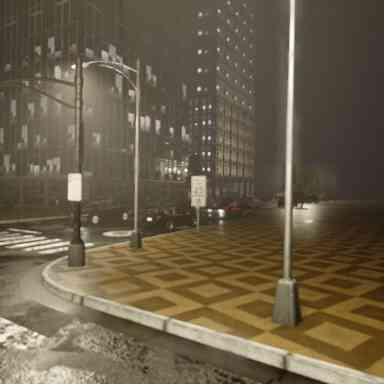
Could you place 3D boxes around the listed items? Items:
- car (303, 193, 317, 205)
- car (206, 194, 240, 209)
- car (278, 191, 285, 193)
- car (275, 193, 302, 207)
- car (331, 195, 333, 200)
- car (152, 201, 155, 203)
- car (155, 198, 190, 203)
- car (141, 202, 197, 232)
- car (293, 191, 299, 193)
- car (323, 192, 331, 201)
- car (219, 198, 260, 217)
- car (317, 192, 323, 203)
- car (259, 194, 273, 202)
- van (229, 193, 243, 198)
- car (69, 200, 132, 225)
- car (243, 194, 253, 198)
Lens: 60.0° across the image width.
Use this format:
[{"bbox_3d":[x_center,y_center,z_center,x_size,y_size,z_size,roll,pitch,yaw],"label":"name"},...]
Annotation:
[{"bbox_3d":[18.702,1.276,54.642,1.752,1.417,4.829,2,1,30],"label":"car"},{"bbox_3d":[3.826,1.274,40.629,1.812,1.442,4.674,1,1,31],"label":"car"},{"bbox_3d":[19.852,0.800,73.235,2.192,1.841,5.009,2,1,30],"label":"car"},{"bbox_3d":[12.923,1.258,44.731,1.967,1.590,4.097,2,1,30],"label":"car"},{"bbox_3d":[30.008,0.936,74.016,2.192,1.841,5.009,2,1,30],"label":"car"},{"bbox_3d":[-2.944,1.314,34.161,1.947,1.339,4.313,2,1,30],"label":"car"},{"bbox_3d":[-1.286,1.371,31.886,1.994,1.385,4.181,1,1,30],"label":"car"},{"bbox_3d":[-1.314,1.548,20.326,1.947,1.339,4.313,2,1,30],"label":"car"},{"bbox_3d":[19.428,0.886,60.992,2.150,2.045,5.566,1,1,29],"label":"car"},{"bbox_3d":[27.156,1.235,69.139,1.802,1.307,4.206,2,1,30],"label":"car"},{"bbox_3d":[4.380,1.498,30.089,1.802,1.307,4.206,2,1,30],"label":"car"},{"bbox_3d":[21.464,1.159,59.374,1.967,1.590,4.097,2,1,30],"label":"car"},{"bbox_3d":[14.150,1.095,63.470,1.887,1.381,4.507,2,1,30],"label":"car"},{"bbox_3d":[5.607,0.990,48.812,1.690,1.788,3.998,2,1,30],"label":"van"},{"bbox_3d":[-6.291,1.369,23.293,1.837,1.490,4.892,1,1,30],"label":"car"},{"bbox_3d":[8.454,1.056,53.698,1.967,1.590,4.097,2,1,30],"label":"car"}]
